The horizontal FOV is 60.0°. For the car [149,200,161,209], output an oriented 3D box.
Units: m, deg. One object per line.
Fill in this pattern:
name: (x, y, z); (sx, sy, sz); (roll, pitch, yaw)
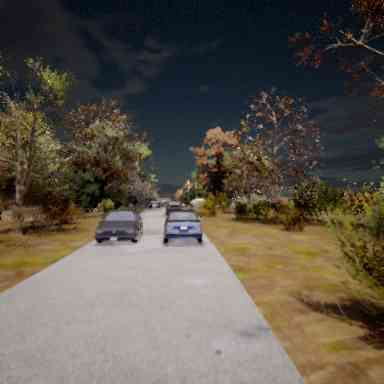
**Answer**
car: (-6.456, 2.210, 58.066); (2.128, 1.511, 4.902); (0, -1, -4)

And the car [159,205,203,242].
car: (-0.505, 1.613, 16.867); (2.033, 1.411, 5.357); (0, 0, -3)

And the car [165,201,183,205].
car: (-2.035, 1.795, 37.780); (1.837, 1.490, 4.892); (0, -1, -5)

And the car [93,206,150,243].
car: (-3.445, 1.610, 16.654); (2.033, 1.411, 5.357); (0, 0, -4)
